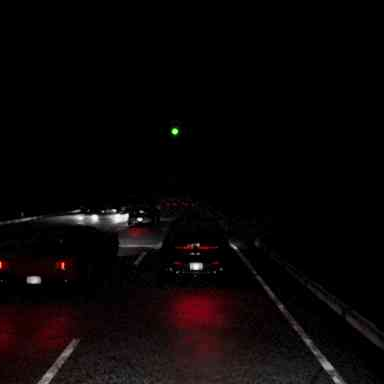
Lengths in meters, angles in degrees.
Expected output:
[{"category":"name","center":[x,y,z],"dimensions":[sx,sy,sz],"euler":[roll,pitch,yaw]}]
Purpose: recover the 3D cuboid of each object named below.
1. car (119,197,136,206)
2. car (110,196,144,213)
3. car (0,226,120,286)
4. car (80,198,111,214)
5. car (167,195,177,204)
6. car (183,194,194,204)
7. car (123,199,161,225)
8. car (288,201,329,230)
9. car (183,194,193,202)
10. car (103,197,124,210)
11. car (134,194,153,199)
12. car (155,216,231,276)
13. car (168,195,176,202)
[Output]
[{"category":"car","center":[-10.797,1.588,56.241],"dimensions":[2.033,1.411,5.357],"euler":[0,0,-1]},{"category":"car","center":[-7.109,1.518,36.854],"dimensions":[2.128,1.511,4.902],"euler":[0,0,1]},{"category":"car","center":[-3.400,1.607,9.380],"dimensions":[1.895,1.301,4.718],"euler":[0,0,0]},{"category":"car","center":[-10.618,1.627,36.365],"dimensions":[1.895,1.301,4.718],"euler":[0,0,0]},{"category":"car","center":[-4.055,1.573,66.558],"dimensions":[1.812,1.442,4.674],"euler":[0,0,-2]},{"category":"car","center":[-0.556,1.574,66.657],"dimensions":[1.812,1.442,4.674],"euler":[0,0,-2]},{"category":"car","center":[-3.401,1.524,24.103],"dimensions":[1.837,1.490,4.892],"euler":[0,1,0]},{"category":"car","center":[8.092,1.366,20.413],"dimensions":[4.553,1.767,2.097],"euler":[0,0,-11]},{"category":"car","center":[-1.045,1.318,76.773],"dimensions":[2.097,1.767,4.553],"euler":[0,0,-3]},{"category":"car","center":[-10.681,1.537,45.674],"dimensions":[1.837,1.490,4.892],"euler":[0,0,-1]},{"category":"car","center":[-7.189,1.255,46.713],"dimensions":[2.150,2.045,5.566],"euler":[0,0,0]},{"category":"car","center":[0.098,1.512,10.301],"dimensions":[1.837,1.490,4.892],"euler":[0,0,0]},{"category":"car","center":[-4.541,1.487,76.603],"dimensions":[1.812,1.442,4.674],"euler":[0,0,-3]}]
